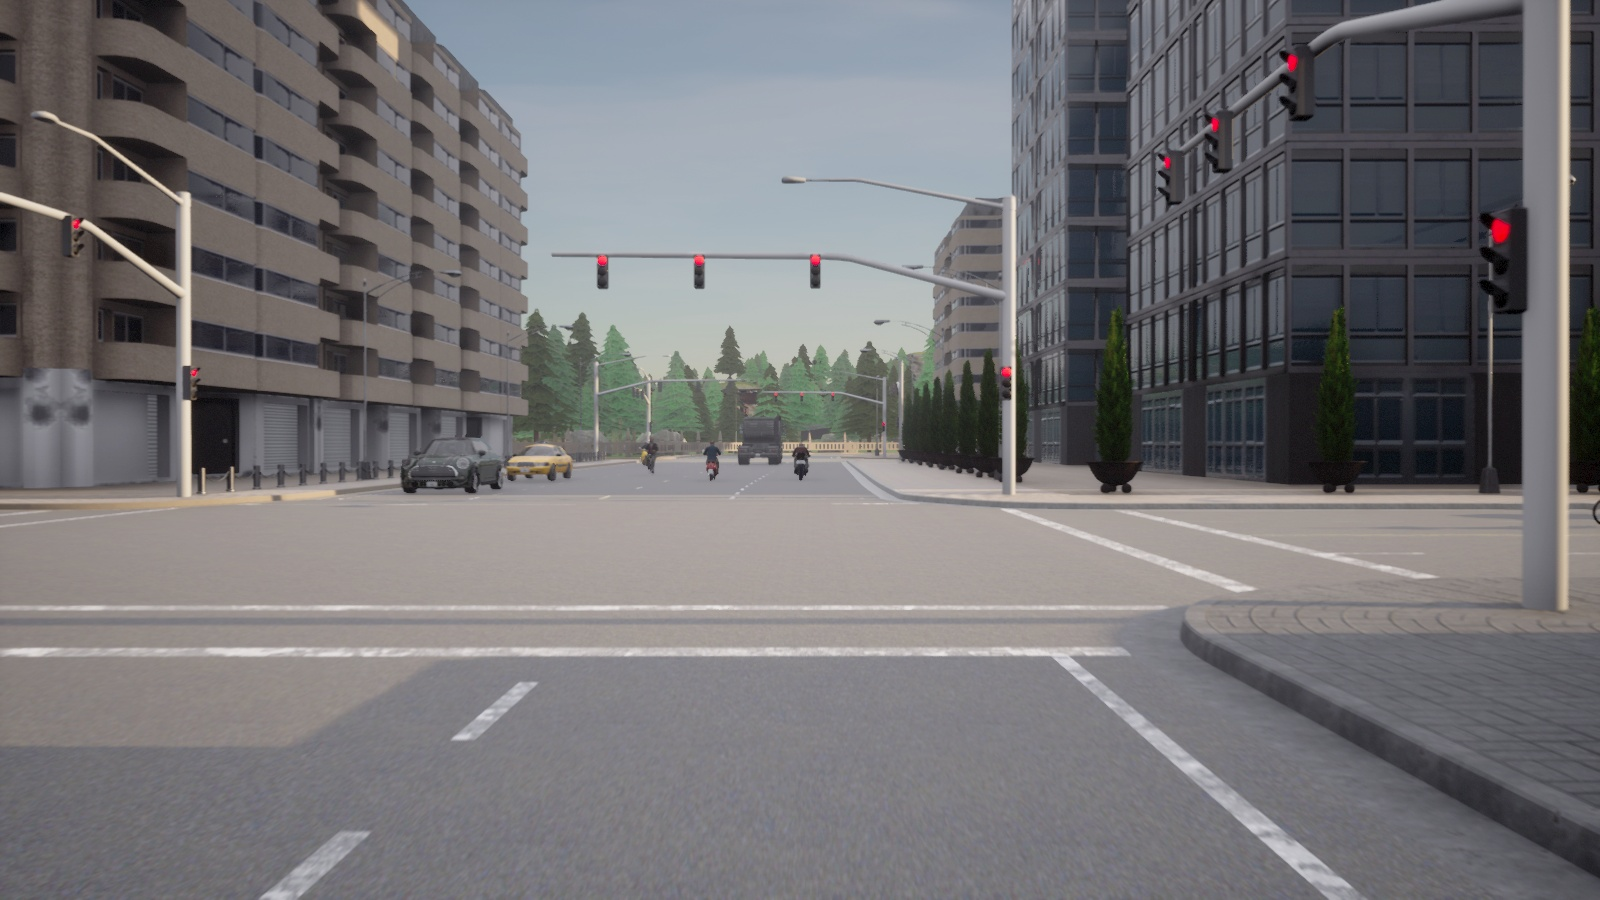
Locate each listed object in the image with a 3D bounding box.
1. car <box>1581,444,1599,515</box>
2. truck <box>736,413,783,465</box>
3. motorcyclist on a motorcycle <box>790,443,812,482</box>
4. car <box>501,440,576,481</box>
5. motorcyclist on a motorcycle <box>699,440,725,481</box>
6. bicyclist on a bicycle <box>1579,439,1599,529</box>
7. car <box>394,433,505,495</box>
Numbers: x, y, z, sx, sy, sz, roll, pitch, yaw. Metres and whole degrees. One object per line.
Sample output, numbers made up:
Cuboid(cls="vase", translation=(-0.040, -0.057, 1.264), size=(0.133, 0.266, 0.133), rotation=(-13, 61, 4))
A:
Cuboid(cls="car", translation=(19.317, 0.627, 26.047), size=(4.902, 1.511, 2.128), rotation=(0, 0, 1))
Cuboid(cls="truck", translation=(-2.774, -0.733, 87.920), size=(2.891, 3.462, 7.936), rotation=(0, 0, 1))
Cuboid(cls="motorcyclist on a motorcycle", translation=(0.057, 0.493, 51.140), size=(0.866, 1.530, 2.191), rotation=(0, 0, 1))
Cuboid(cls="car", translation=(-10.453, 0.392, 50.631), size=(1.801, 1.575, 5.366), rotation=(0, 0, 1))
Cuboid(cls="motorcyclist on a motorcycle", translation=(-3.465, 0.417, 49.773), size=(0.866, 1.590, 1.817), rotation=(0, 0, 1))
Cuboid(cls="bicyclist on a bicycle", translation=(15.048, 0.622, 22.580), size=(1.509, 1.612, 0.866), rotation=(1, 0, 1))
Cuboid(cls="car", translation=(-10.589, 0.380, 38.259), size=(2.097, 1.767, 4.553), rotation=(0, 0, 0))
